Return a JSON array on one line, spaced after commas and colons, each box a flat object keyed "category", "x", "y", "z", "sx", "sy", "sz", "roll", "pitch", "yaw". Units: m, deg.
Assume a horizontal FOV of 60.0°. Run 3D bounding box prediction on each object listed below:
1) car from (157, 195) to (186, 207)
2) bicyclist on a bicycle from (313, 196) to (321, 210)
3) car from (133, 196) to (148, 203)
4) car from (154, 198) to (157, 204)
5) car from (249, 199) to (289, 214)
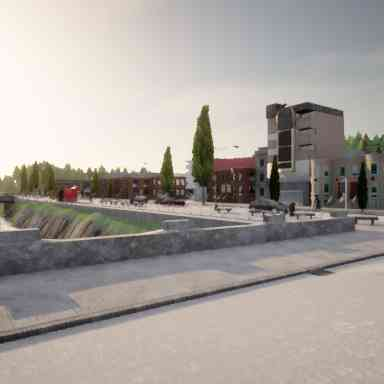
[{"category": "car", "x": -2.868, "y": 1.601, "z": 50.261, "sx": 1.895, "sy": 1.301, "sz": 4.718, "roll": 0, "pitch": 0, "yaw": -35}, {"category": "bicyclist on a bicycle", "x": 14.937, "y": 1.349, "z": 39.677, "sx": 1.656, "sy": 1.620, "sz": 0.582, "roll": 0, "pitch": 0, "yaw": -35}, {"category": "car", "x": -10.758, "y": 1.526, "z": 68.554, "sx": 1.812, "sy": 1.442, "sz": 4.674, "roll": 0, "pitch": 0, "yaw": -36}, {"category": "car", "x": -5.033, "y": 1.352, "z": 60.513, "sx": 2.097, "sy": 1.767, "sz": 4.553, "roll": 0, "pitch": 0, "yaw": -36}, {"category": "car", "x": 8.106, "y": 1.504, "z": 34.792, "sx": 1.837, "sy": 1.490, "sz": 4.892, "roll": 0, "pitch": 0, "yaw": -35}]
